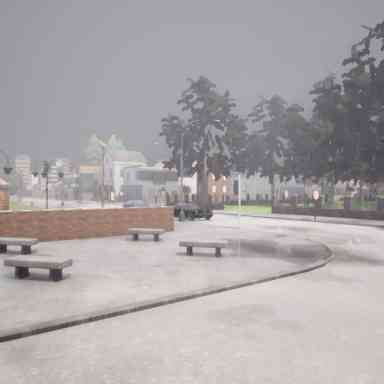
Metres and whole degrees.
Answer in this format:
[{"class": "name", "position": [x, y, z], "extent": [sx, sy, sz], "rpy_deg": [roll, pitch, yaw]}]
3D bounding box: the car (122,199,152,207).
[{"class": "car", "position": [-5.825, 1.524, 35.192], "extent": [1.812, 1.442, 4.674], "rpy_deg": [0, 0, -35]}]

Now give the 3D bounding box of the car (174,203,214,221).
[{"class": "car", "position": [-0.302, 1.599, 27.379], "extent": [1.895, 1.301, 4.718], "rpy_deg": [0, 0, -35]}]
